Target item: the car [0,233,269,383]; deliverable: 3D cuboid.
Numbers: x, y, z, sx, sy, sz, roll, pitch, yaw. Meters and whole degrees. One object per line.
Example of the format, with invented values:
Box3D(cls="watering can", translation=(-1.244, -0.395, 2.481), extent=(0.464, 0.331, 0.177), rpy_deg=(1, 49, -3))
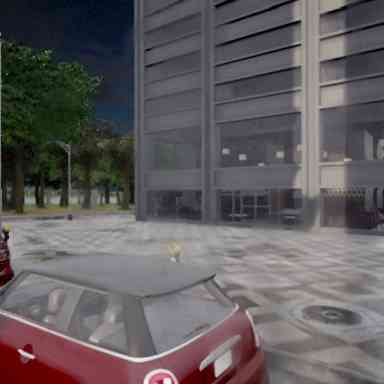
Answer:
Box3D(cls="car", translation=(-1.326, 1.457, 3.886), extent=(4.097, 1.590, 1.967), rpy_deg=(0, 0, 35))
